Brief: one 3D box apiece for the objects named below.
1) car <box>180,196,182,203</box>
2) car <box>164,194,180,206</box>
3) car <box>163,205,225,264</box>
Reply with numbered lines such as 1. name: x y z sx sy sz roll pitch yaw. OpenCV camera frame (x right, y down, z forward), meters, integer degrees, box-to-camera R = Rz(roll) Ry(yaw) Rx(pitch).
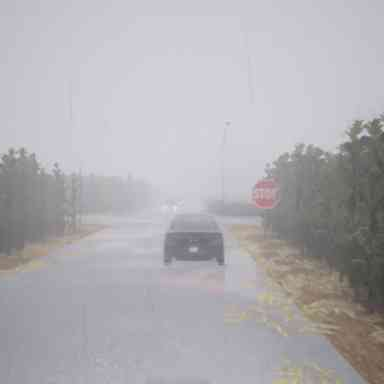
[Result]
1. car: -3.136 1.126 64.812 2.097 1.767 4.553 0 0 0
2. car: -3.188 1.326 49.934 1.837 1.490 4.892 0 0 0
3. car: 0.067 1.463 11.904 1.882 1.535 5.008 0 0 0
